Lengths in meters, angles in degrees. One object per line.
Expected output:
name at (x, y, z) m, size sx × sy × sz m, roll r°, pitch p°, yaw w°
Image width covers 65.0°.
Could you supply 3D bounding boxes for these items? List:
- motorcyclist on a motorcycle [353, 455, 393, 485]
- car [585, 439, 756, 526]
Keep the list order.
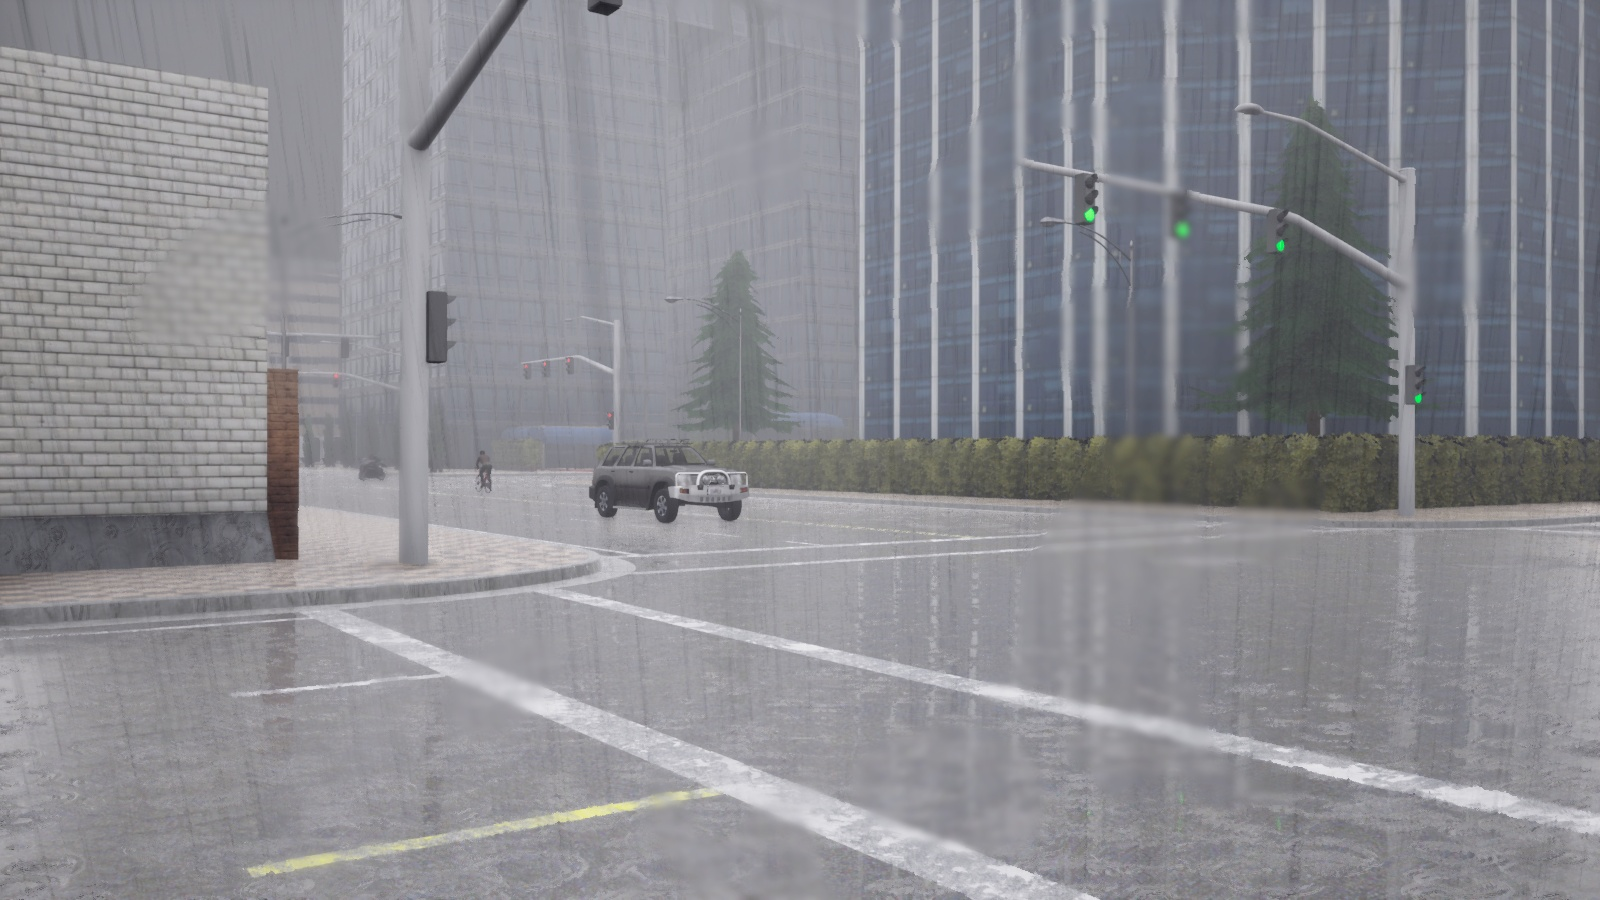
motorcyclist on a motorcycle at (-22.206, 1.042, 65.278) m, size 0.866 × 1.530 × 2.191 m, roll 1°, pitch 0°, yaw 16°
car at (-3.097, 0.695, 29.092) m, size 1.932 × 1.855 × 4.605 m, roll 0°, pitch 0°, yaw -35°
